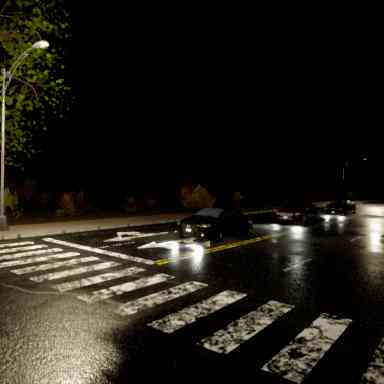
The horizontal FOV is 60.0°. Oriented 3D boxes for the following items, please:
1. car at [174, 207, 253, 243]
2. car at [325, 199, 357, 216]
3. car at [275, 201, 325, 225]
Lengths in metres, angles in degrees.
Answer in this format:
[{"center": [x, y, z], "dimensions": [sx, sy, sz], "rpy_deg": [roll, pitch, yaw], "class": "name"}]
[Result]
[{"center": [1.104, 1.404, 15.358], "dimensions": [1.994, 1.385, 4.181], "rpy_deg": [2, 1, 39], "class": "car"}, {"center": [14.256, 1.410, 31.778], "dimensions": [2.033, 1.411, 5.357], "rpy_deg": [2, 1, 39], "class": "car"}, {"center": [7.487, 1.377, 23.331], "dimensions": [1.812, 1.442, 4.674], "rpy_deg": [2, 1, 38], "class": "car"}]
